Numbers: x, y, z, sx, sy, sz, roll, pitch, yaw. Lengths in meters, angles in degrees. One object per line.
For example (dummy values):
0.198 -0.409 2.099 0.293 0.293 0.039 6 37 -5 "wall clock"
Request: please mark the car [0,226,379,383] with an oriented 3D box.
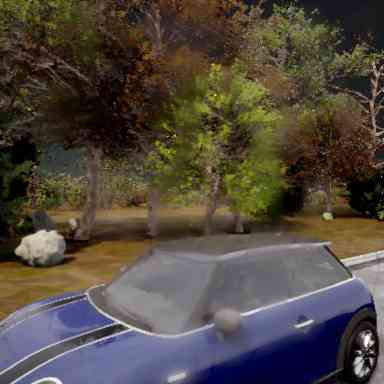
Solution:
0.083 1.350 3.743 4.553 1.767 2.097 0 0 -35 "car"
